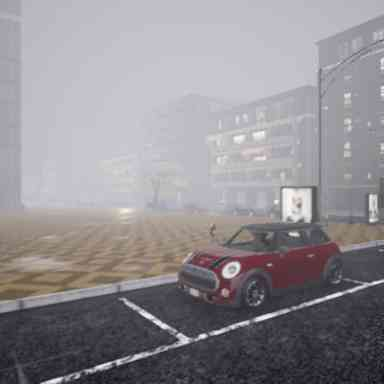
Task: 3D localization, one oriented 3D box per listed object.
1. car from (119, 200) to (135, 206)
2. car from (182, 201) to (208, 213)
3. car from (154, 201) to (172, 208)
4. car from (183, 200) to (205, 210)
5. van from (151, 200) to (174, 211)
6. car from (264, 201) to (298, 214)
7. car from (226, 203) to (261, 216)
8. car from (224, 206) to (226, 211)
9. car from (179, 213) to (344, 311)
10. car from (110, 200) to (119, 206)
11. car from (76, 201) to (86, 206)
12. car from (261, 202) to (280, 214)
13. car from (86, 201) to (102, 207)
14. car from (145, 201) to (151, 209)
[{"bbox_3d":[-16.045,2.759,84.122,1.967,1.590,4.097,-1,0,-36],"label":"car"},{"bbox_3d":[0.382,2.292,47.009,1.887,1.381,4.507,-1,0,-36],"label":"car"},{"bbox_3d":[-6.243,2.656,70.590,1.802,1.307,4.206,-1,0,-36],"label":"car"},{"bbox_3d":[0.291,2.351,61.572,1.967,1.590,4.097,-1,0,-36],"label":"car"},{"bbox_3d":[-4.538,2.212,53.895,1.690,1.788,3.998,-1,0,-36],"label":"van"},{"bbox_3d":[12.146,2.058,45.413,1.967,1.590,4.097,-1,0,-36],"label":"car"},{"bbox_3d":[6.462,2.147,38.535,2.008,1.369,4.403,-1,0,-36],"label":"car"},{"bbox_3d":[6.886,2.330,52.594,1.802,1.307,4.206,-1,0,-36],"label":"car"},{"bbox_3d":[1.674,1.477,7.762,4.097,1.590,1.967,0,-1,-35],"label":"car"},{"bbox_3d":[-19.309,2.967,88.632,1.947,1.339,4.313,-1,0,-36],"label":"car"},{"bbox_3d":[-29.364,3.038,88.229,1.887,1.381,4.507,-1,0,-36],"label":"car"},{"bbox_3d":[9.729,2.066,34.025,2.008,1.369,4.403,-1,0,-36],"label":"car"},{"bbox_3d":[-22.831,2.880,79.208,2.008,1.369,4.403,-1,0,-36],"label":"car"},{"bbox_3d":[-6.997,2.492,61.968,1.837,1.490,4.892,0,-1,-36],"label":"car"}]
